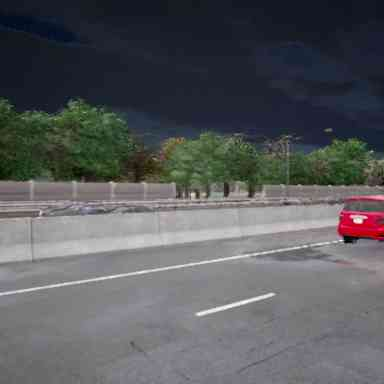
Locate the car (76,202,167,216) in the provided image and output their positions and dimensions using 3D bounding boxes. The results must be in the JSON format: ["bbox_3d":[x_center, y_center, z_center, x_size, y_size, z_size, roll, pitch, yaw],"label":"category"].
[{"bbox_3d":[-3.617,1.501,18.614,4.892,1.490,1.837,0,0,-36],"label":"car"}]

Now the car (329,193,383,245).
[{"bbox_3d":[8.534,1.197,14.284,5.566,2.045,2.150,0,0,-36],"label":"car"}]

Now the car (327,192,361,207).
[{"bbox_3d":[23.280,1.107,50.914,5.566,2.045,2.150,0,0,-35],"label":"car"}]

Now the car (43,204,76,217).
[{"bbox_3d":[-6.470,1.599,20.878,4.718,1.301,1.895,0,0,-36],"label":"car"}]

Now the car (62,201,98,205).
[{"bbox_3d":[-7.702,1.489,24.300,4.902,1.511,2.128,0,0,-36],"label":"car"}]

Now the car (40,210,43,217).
[{"bbox_3d":[-9.715,1.490,27.162,4.902,1.511,2.128,0,0,-36],"label":"car"}]

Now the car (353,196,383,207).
[{"bbox_3d":[25.686,1.375,48.346,4.902,1.511,2.128,0,0,-36],"label":"car"}]
